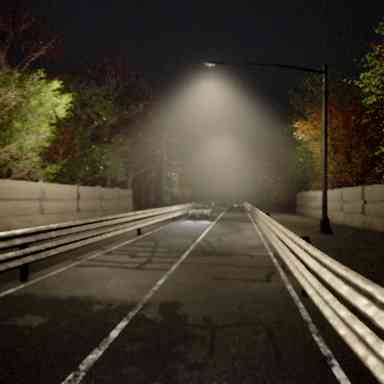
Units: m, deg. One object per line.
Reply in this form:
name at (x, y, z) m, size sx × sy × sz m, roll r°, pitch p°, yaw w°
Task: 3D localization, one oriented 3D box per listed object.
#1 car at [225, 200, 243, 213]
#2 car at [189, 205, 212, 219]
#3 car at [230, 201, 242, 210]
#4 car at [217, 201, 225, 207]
car at (6.209, 1.975, 47.269) m, size 2.097 × 1.767 × 4.553 m, roll 0°, pitch -1°, yaw 8°
car at (0.847, 1.970, 33.027) m, size 1.895 × 1.301 × 4.718 m, roll 0°, pitch -1°, yaw 8°
car at (7.575, 2.335, 57.097) m, size 1.837 × 1.490 × 4.892 m, roll 0°, pitch -1°, yaw 8°
car at (6.517, 2.666, 73.079) m, size 1.812 × 1.442 × 4.674 m, roll 0°, pitch -2°, yaw 8°
